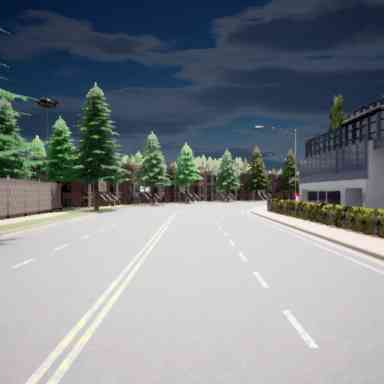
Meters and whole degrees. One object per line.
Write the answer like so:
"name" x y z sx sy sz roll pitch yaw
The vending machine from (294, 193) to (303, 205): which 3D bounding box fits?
"vending machine" 18.322 1.179 57.221 1.100 2.100 0.880 0 0 45
